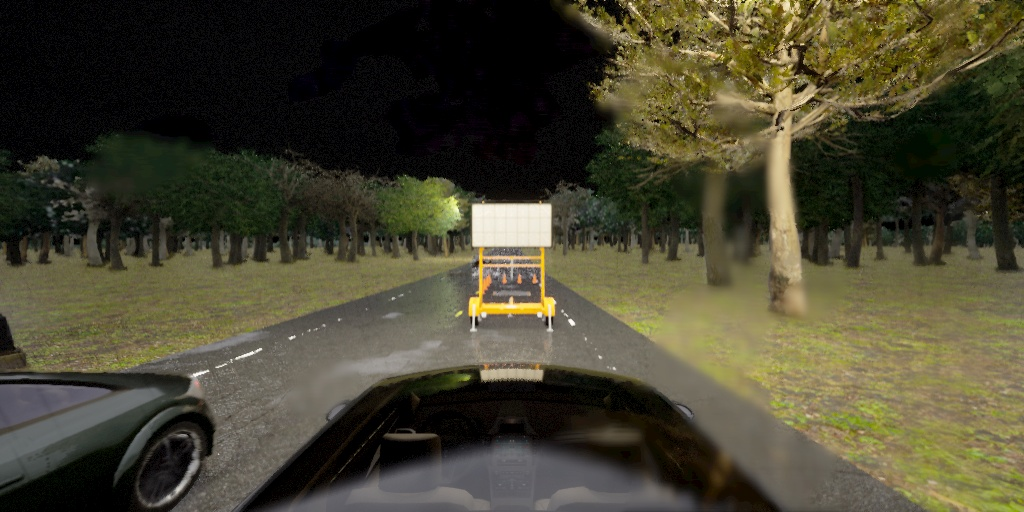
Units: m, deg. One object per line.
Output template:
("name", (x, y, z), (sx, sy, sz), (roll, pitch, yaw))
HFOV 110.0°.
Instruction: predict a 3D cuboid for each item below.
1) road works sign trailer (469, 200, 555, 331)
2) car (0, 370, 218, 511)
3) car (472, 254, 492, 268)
("road works sign trailer", (-0.006, 0.156, 10.734), (2.380, 3.560, 2.880), (0, 0, 0))
("car", (-3.599, 1.316, 1.413), (1.994, 1.385, 4.181), (0, 0, 0))
("car", (-3.613, 0.513, 43.244), (2.097, 1.767, 4.553), (0, 1, 0))
